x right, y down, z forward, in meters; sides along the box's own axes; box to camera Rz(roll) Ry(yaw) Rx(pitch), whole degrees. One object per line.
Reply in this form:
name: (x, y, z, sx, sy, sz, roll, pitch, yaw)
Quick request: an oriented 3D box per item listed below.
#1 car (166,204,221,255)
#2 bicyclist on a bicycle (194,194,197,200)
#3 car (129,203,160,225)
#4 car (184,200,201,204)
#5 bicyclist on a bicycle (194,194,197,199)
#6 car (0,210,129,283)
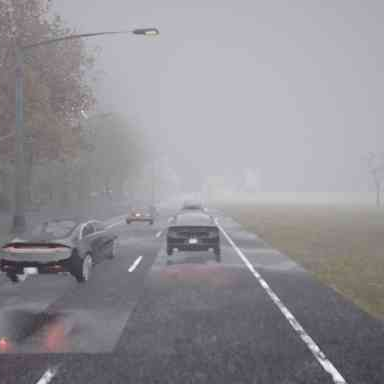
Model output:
car: (0.071, 1.459, 13.248, 1.882, 1.535, 5.008, 0, 0, 1)
bicyclist on a bicycle: (0.950, 1.314, 94.207, 0.866, 1.612, 1.509, 0, 0, 0)
car: (-3.458, 1.515, 23.873, 2.033, 1.411, 5.357, 0, 0, 0)
car: (0.069, 1.469, 27.691, 1.837, 1.490, 4.892, 0, 1, 0)
bicyclist on a bicycle: (0.953, 1.256, 85.203, 0.659, 1.776, 1.843, 0, 0, 0)
car: (-3.450, 1.478, 9.584, 2.128, 1.511, 4.902, 0, 0, 1)
